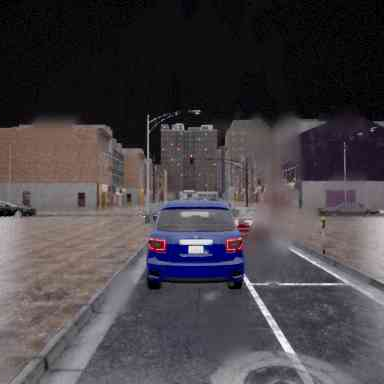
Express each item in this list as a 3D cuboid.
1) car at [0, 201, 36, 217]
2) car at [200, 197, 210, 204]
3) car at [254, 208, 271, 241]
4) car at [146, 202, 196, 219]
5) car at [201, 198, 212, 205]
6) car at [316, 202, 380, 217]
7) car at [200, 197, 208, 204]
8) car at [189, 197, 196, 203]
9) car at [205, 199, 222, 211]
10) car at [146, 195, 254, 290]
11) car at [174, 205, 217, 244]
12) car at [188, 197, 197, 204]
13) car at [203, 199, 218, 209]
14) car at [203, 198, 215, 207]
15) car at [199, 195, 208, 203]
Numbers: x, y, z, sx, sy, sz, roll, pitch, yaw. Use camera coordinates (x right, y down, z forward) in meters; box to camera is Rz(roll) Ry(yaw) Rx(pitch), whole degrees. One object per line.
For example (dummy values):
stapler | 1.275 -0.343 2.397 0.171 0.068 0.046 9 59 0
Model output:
car | -16.187 1.531 28.932 5.008 1.535 1.882 -1 -2 0
car | 2.749 1.858 70.932 1.752 1.417 4.829 1 -1 0
car | 2.682 1.462 16.829 1.967 1.590 4.097 2 0 0
car | -1.728 1.563 28.808 4.181 1.385 1.994 0 -1 1
car | 2.741 1.846 65.324 1.947 1.339 4.313 1 -1 0
car | 14.755 1.621 31.607 5.357 1.411 2.033 0 -2 3
car | 2.756 1.911 76.369 1.752 1.417 4.829 1 -1 0
car | 0.113 1.970 84.401 1.837 1.490 4.892 0 -1 0
car | 2.713 1.684 43.576 1.947 1.339 4.313 1 0 0
car | 0.052 1.230 9.228 2.150 2.045 5.566 0 0 -1
car | 0.118 1.500 17.015 1.882 1.535 5.008 0 0 -1
car | 0.100 1.889 74.252 2.128 1.511 4.902 0 -1 0
car | 2.719 1.718 49.012 1.947 1.339 4.313 1 0 0
car | 2.728 1.717 54.619 1.752 1.417 4.829 1 0 0
car | 2.767 1.756 81.640 2.192 1.841 5.009 1 -1 0
